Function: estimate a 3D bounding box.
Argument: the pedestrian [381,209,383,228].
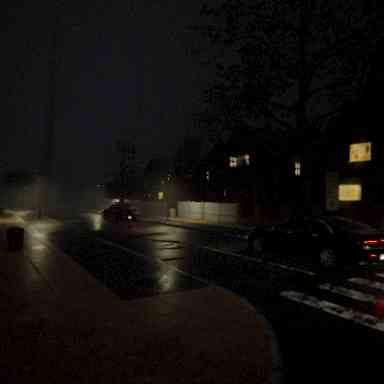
[{"bbox_3d":[6.894,1.163,11.603,0.375,1.860,0.375,0,0,-31],"label":"pedestrian"}]

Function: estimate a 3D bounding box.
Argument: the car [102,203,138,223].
[{"bbox_3d":[-6.034,1.720,27.718,1.837,1.490,4.892,1,-1,-31],"label":"car"}]

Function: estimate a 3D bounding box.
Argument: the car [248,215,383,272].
[{"bbox_3d":[3.875,1.512,10.985,1.837,1.490,4.892,1,-1,-31],"label":"car"}]
